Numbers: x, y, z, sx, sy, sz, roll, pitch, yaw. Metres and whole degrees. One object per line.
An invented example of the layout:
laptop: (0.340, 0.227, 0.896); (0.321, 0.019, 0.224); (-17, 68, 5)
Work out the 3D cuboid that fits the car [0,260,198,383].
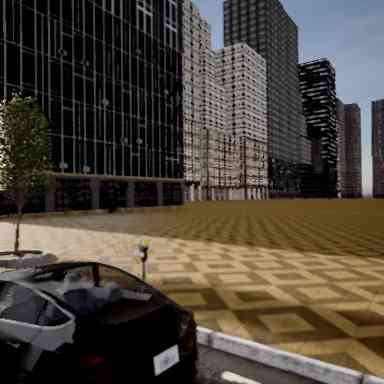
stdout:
car: (-1.926, 1.572, 4.256); (4.313, 1.339, 1.947); (0, -1, 35)
